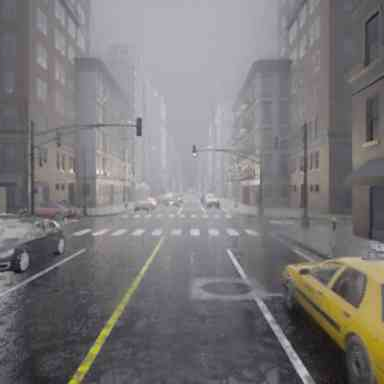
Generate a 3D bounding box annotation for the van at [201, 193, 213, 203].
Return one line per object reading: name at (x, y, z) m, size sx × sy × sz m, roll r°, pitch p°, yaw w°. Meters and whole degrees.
van at (2.646, 1.228, 48.106) m, size 1.690 × 1.788 × 3.998 m, roll 0°, pitch 0°, yaw 0°

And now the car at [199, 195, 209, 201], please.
car at (2.655, 1.374, 75.138) m, size 2.008 × 1.369 × 4.403 m, roll 0°, pitch 0°, yaw 0°

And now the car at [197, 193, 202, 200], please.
car at (2.652, 1.163, 64.325) m, size 2.192 × 1.841 × 5.009 m, roll 0°, pitch 0°, yaw 0°

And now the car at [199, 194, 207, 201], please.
car at (2.657, 1.336, 80.713) m, size 1.752 × 1.417 × 4.829 m, roll 0°, pitch 0°, yaw 0°

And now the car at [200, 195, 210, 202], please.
car at (2.654, 1.402, 69.731) m, size 1.947 × 1.339 × 4.313 m, roll 0°, pitch 0°, yaw 0°

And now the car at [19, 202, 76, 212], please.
car at (-11.063, 1.451, 25.508) m, size 4.181 × 1.385 × 1.994 m, roll 0°, pitch 0°, yaw 5°

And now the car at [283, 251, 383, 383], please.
car at (2.638, 1.514, 4.907) m, size 1.752 × 1.417 × 4.829 m, roll 0°, pitch 0°, yaw 0°

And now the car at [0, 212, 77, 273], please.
car at (-5.386, 1.527, 10.418) m, size 2.008 × 1.369 × 4.403 m, roll 0°, pitch 0°, yaw 0°

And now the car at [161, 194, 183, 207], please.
car at (-2.824, 1.379, 47.611) m, size 2.128 × 1.511 × 4.902 m, roll 0°, pitch 0°, yaw 0°

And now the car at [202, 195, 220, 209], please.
car at (2.644, 1.450, 42.700) m, size 2.008 × 1.369 × 4.403 m, roll 0°, pitch 0°, yaw 0°

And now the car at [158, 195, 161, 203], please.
car at (-5.390, 1.425, 42.530) m, size 1.752 × 1.417 × 4.829 m, roll 0°, pitch 0°, yaw 0°

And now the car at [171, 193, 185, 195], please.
car at (-2.751, 1.396, 64.222) m, size 2.033 × 1.411 × 5.357 m, roll 0°, pitch 0°, yaw 0°

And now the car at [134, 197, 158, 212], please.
car at (-5.386, 1.463, 37.294) m, size 2.008 × 1.369 × 4.403 m, roll 0°, pitch 0°, yaw 0°

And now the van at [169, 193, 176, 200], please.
van at (-5.431, 1.127, 91.355) m, size 1.690 × 1.788 × 3.998 m, roll 0°, pitch 0°, yaw 0°
